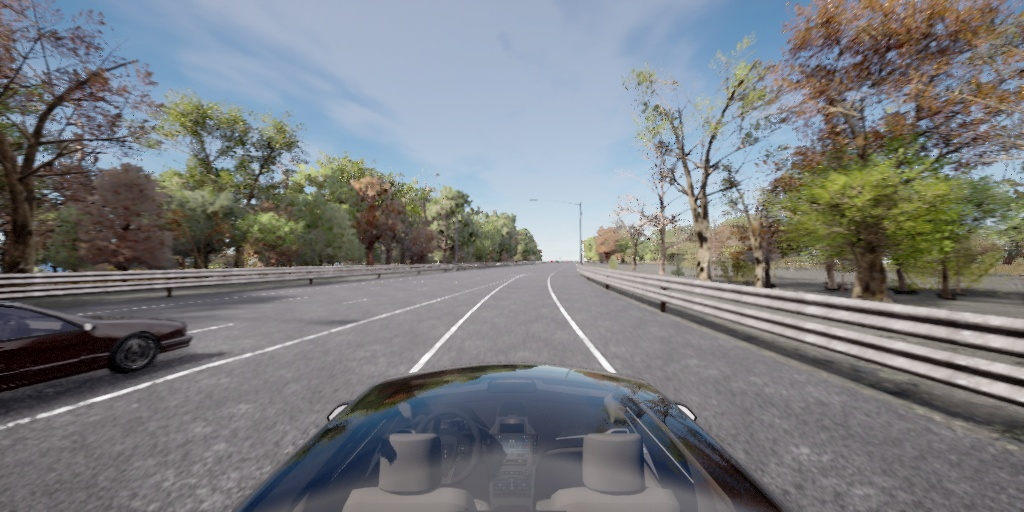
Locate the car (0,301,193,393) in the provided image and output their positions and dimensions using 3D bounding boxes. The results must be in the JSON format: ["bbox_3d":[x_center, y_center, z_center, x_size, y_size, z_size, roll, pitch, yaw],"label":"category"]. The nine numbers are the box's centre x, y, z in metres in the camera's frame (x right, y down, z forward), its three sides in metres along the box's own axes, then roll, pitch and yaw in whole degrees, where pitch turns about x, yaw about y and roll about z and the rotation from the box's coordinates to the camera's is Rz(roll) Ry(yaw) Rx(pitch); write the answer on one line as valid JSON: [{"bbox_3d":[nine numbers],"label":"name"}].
[{"bbox_3d":[-7.610,1.287,4.689,2.033,1.411,5.357,0,-1,10],"label":"car"}]
